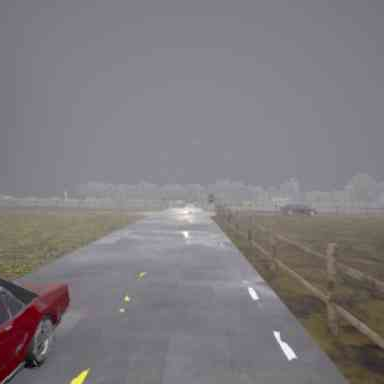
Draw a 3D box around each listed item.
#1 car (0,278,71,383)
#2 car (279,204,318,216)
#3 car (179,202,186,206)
[{"bbox_3d":[-2.849,1.618,3.029,1.895,1.301,4.718,0,0,0],"label":"car"},{"bbox_3d":[13.930,2.294,43.469,4.892,1.490,1.837,1,-3,0],"label":"car"},{"bbox_3d":[-2.745,3.419,95.405,1.994,1.385,4.181,0,-3,0],"label":"car"}]
